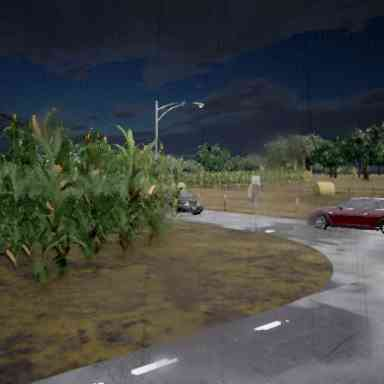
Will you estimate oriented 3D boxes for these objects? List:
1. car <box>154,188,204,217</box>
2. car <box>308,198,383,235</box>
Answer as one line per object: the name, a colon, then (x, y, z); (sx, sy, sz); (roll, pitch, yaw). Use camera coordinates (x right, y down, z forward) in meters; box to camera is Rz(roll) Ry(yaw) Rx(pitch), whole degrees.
car: (-1.395, 0.729, 25.768); (2.150, 2.045, 5.566); (-1, 2, -35)
car: (8.210, 1.062, 16.540); (4.553, 1.767, 2.097); (1, 1, 42)
